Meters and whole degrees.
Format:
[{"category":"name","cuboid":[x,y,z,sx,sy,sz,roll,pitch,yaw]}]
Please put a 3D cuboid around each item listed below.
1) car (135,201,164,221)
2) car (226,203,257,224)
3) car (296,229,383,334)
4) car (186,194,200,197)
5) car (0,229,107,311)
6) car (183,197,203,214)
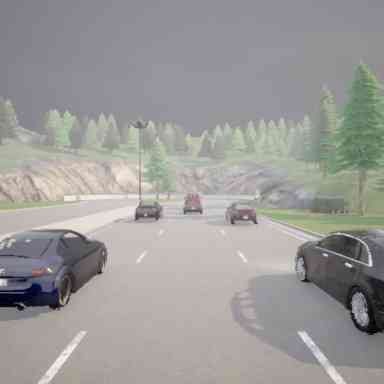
[{"category":"car","cuboid":[-3.396,1.491,26.915,2.128,1.511,4.902,0,0,0]},{"category":"car","cuboid":[3.607,1.525,24.595,1.812,1.442,4.674,0,0,0]},{"category":"car","cuboid":[3.600,1.505,6.728,1.837,1.490,4.892,0,0,0]},{"category":"car","cuboid":[0.099,1.221,44.607,2.150,2.045,5.566,0,0,0]},{"category":"car","cuboid":[-3.400,1.564,7.862,1.994,1.385,4.181,0,0,0]},{"category":"car","cuboid":[0.104,1.564,35.177,1.994,1.385,4.181,0,0,0]}]
